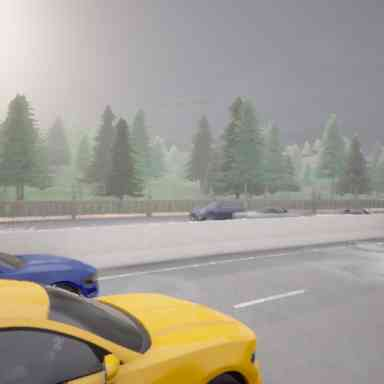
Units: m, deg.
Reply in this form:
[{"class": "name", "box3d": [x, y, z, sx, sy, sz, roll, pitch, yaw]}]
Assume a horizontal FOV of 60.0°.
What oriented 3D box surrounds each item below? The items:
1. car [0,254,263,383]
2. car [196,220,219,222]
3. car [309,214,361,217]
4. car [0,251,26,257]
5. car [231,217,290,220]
[{"class": "car", "box3d": [-1.617, 1.472, 2.546, 5.008, 1.535, 1.882, 0, 0, -35]}, {"class": "car", "box3d": [2.054, 1.400, 25.336, 4.553, 1.767, 2.097, 0, 0, -27]}, {"class": "car", "box3d": [9.812, 1.682, 21.405, 4.718, 1.301, 1.895, 0, 0, -24]}, {"class": "car", "box3d": [-3.980, 1.464, 5.167, 5.008, 1.535, 1.882, 0, 0, -35]}, {"class": "car", "box3d": [5.125, 1.661, 23.053, 4.718, 1.301, 1.895, 0, 0, -26]}]
